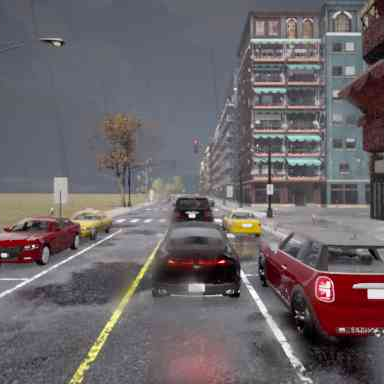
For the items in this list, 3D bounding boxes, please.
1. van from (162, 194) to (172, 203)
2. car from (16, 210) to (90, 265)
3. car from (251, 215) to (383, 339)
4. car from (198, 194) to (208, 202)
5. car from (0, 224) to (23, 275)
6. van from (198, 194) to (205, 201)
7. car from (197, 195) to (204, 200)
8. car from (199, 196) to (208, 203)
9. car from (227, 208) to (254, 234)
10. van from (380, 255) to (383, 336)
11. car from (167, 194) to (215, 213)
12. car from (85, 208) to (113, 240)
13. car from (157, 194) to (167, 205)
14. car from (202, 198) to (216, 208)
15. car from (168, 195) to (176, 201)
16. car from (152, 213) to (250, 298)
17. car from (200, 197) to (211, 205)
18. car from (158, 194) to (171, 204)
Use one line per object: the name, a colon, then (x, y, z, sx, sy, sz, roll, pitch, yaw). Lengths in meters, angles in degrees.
van: (-5.384, 1.362, 72.304, 1.690, 1.788, 3.998, 1, 0, 0)
car: (-5.319, 1.548, 11.673, 1.887, 1.381, 4.507, 1, 0, 0)
car: (2.568, 1.442, 6.555, 1.967, 1.590, 4.097, 1, 0, 0)
car: (2.489, 1.338, 78.464, 2.192, 1.841, 5.009, 1, 0, 0)
car: (-5.313, 1.552, 6.136, 2.008, 1.369, 4.403, 1, 0, 0)
van: (2.476, 1.368, 89.786, 1.690, 1.788, 3.998, 1, 0, 0)
car: (2.468, 1.555, 95.617, 1.752, 1.417, 4.829, 1, 0, 0)
car: (2.493, 1.587, 72.803, 1.947, 1.339, 4.313, 1, 0, 0)
car: (2.554, 1.530, 17.815, 1.752, 1.417, 4.829, 1, 0, 0)
van: (2.575, 1.341, 1.010, 1.690, 1.788, 3.998, 1, 0, 0)
car: (0.060, 1.226, 18.367, 2.150, 2.045, 5.566, 0, 0, 1)
car: (-5.325, 1.530, 17.039, 1.752, 1.417, 4.829, 1, 0, 0)
car: (-5.373, 1.457, 60.995, 1.967, 1.590, 4.097, 1, 0, 0)
car: (2.518, 1.565, 50.159, 2.008, 1.369, 4.403, 1, 0, 0)
car: (-5.406, 1.609, 89.266, 1.802, 1.307, 4.206, 1, 0, 0)
car: (0.090, 1.507, 8.513, 1.837, 1.490, 4.892, 0, 0, 0)
car: (2.505, 1.599, 61.481, 1.802, 1.307, 4.206, 1, 0, 0)
car: (-5.378, 1.334, 66.650, 2.192, 1.841, 5.009, 1, 0, 0)
